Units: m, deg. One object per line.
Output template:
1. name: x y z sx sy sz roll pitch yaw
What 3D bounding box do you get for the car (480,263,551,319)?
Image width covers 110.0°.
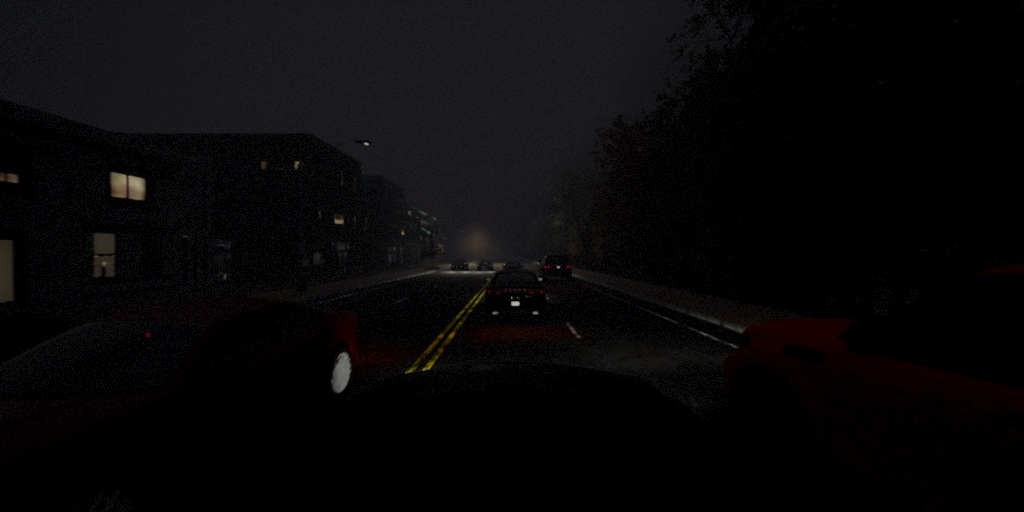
1. car: 0.099 1.199 12.715 1.882 1.535 5.008 0 0 0

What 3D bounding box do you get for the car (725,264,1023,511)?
1. car: 3.346 0.971 1.475 2.150 2.045 5.566 0 0 0

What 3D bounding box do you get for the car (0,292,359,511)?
1. car: -3.353 1.223 3.644 1.882 1.535 5.008 0 0 0

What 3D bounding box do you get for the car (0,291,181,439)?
1. car: -6.602 1.293 3.361 2.033 1.411 5.357 0 0 0

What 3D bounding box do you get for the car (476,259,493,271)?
1. car: -3.342 1.163 45.351 1.812 1.442 4.674 0 0 0

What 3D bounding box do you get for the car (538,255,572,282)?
1. car: 3.348 0.902 28.531 2.150 2.045 5.566 0 0 0

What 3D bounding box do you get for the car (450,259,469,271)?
1. car: -6.591 1.142 45.530 1.837 1.490 4.892 0 0 0
